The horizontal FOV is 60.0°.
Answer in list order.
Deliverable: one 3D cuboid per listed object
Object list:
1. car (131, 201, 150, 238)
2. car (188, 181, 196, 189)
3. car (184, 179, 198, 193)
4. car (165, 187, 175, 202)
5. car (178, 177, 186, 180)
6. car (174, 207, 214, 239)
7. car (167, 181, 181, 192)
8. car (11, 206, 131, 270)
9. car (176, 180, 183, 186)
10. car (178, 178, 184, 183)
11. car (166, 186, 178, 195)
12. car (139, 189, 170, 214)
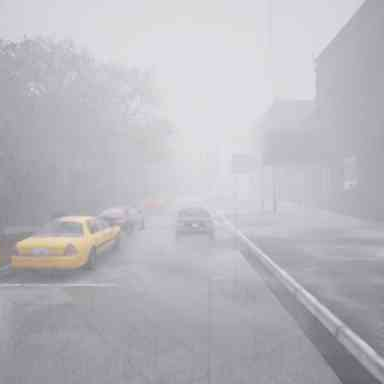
[{"bbox_3d":[-3.646,1.407,16.940,2.002,1.452,4.674,0,1,2],"label":"car"},{"bbox_3d":[0.023,-1.517,73.531,1.837,1.490,4.892,0,4,0],"label":"car"},{"bbox_3d":[0.019,-0.934,63.087,2.150,2.045,5.566,0,4,0],"label":"car"},{"bbox_3d":[-3.618,0.631,41.211,1.946,1.575,5.366,1,3,2],"label":"car"},{"bbox_3d":[-3.624,-2.547,91.475,2.163,1.488,4.792,0,4,2],"label":"car"},{"bbox_3d":[0.080,1.437,16.755,2.033,1.411,5.357,0,1,-1],"label":"car"},{"bbox_3d":[-3.637,-0.468,58.052,2.185,1.767,4.553,0,4,2],"label":"car"},{"bbox_3d":[-3.641,1.414,10.803,1.946,1.575,5.366,0,1,2],"label":"car"},{"bbox_3d":[-3.632,-1.081,69.203,2.231,1.521,4.892,0,4,2],"label":"car"},{"bbox_3d":[-3.621,-1.841,80.511,1.946,1.575,5.366,0,4,2],"label":"car"},{"bbox_3d":[-3.620,0.352,46.944,2.231,1.521,4.892,1,4,2],"label":"car"},{"bbox_3d":[-3.619,0.953,30.194,2.185,1.767,4.553,2,2,2],"label":"car"}]
